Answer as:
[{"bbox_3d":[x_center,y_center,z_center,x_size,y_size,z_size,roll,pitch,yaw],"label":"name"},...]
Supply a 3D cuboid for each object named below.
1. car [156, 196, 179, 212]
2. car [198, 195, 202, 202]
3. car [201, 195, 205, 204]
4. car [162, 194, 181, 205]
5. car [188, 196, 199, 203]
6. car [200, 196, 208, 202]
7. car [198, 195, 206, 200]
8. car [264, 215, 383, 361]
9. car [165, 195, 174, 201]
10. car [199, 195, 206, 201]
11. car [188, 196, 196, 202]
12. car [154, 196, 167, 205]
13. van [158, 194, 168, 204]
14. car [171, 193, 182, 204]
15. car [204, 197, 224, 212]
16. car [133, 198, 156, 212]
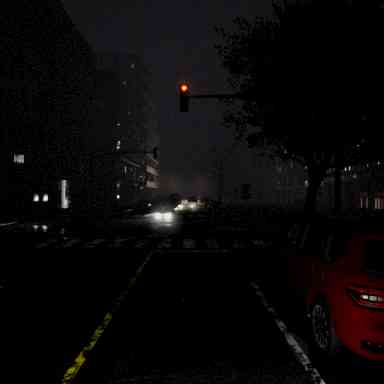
[{"bbox_3d":[-3.084,1.504,38.904,2.128,1.511,4.902,0,0,2],"label":"car"},{"bbox_3d":[2.723,1.624,65.951,1.802,1.307,4.206,0,0,0],"label":"car"},{"bbox_3d":[2.715,1.548,49.524,1.752,1.417,4.829,0,0,0],"label":"car"},{"bbox_3d":[-3.062,1.500,49.409,1.882,1.535,5.008,0,0,0],"label":"car"},{"bbox_3d":[0.137,1.611,69.468,1.994,1.385,4.181,0,0,0],"label":"car"},{"bbox_3d":[2.728,1.583,77.187,1.752,1.417,4.829,0,0,0],"label":"car"},{"bbox_3d":[2.736,1.637,93.615,2.008,1.369,4.403,0,0,0],"label":"car"},{"bbox_3d":[2.696,1.315,5.900,2.192,1.841,5.009,0,0,0],"label":"car"},{"bbox_3d":[-5.650,1.506,82.554,1.967,1.590,4.097,0,0,0],"label":"car"},{"bbox_3d":[2.733,1.620,88.083,1.887,1.381,4.507,0,0,0],"label":"car"},{"bbox_3d":[0.040,1.656,79.369,1.895,1.301,4.718,0,0,0],"label":"car"},{"bbox_3d":[-5.660,1.475,60.424,1.967,1.590,4.097,0,0,0],"label":"car"},{"bbox_3d":[-5.657,1.383,65.957,1.690,1.788,3.998,0,0,0],"label":"van"},{"bbox_3d":[-3.037,1.256,60.122,2.150,2.045,5.566,0,0,0],"label":"car"},{"bbox_3d":[2.710,1.556,38.288,1.887,1.381,4.507,0,0,0],"label":"car"},{"bbox_3d":[-5.670,1.562,38.292,2.008,1.369,4.403,0,0,0],"label":"car"}]
